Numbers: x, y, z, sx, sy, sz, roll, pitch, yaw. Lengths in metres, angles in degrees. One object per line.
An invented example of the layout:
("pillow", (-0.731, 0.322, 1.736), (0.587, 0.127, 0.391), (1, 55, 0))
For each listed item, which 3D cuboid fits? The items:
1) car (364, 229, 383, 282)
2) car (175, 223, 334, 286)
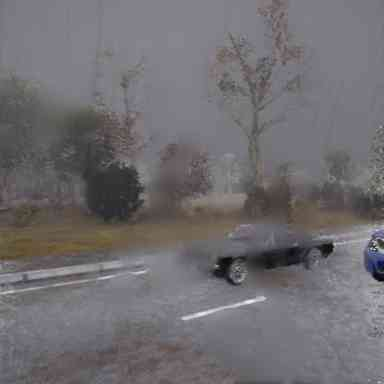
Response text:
("car", (6.791, 1.232, 8.584), (5.566, 2.045, 2.150), (0, 0, -34))
("car", (1.894, 1.600, 9.497), (4.718, 1.301, 1.895), (0, 0, -34))
